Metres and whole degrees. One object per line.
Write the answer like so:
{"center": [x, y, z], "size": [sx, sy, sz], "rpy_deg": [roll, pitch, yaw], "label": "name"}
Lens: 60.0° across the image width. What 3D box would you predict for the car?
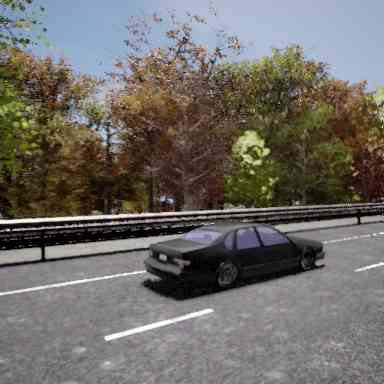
{"center": [1.378, 1.527, 9.053], "size": [5.357, 1.411, 2.033], "rpy_deg": [0, 0, -36], "label": "car"}
